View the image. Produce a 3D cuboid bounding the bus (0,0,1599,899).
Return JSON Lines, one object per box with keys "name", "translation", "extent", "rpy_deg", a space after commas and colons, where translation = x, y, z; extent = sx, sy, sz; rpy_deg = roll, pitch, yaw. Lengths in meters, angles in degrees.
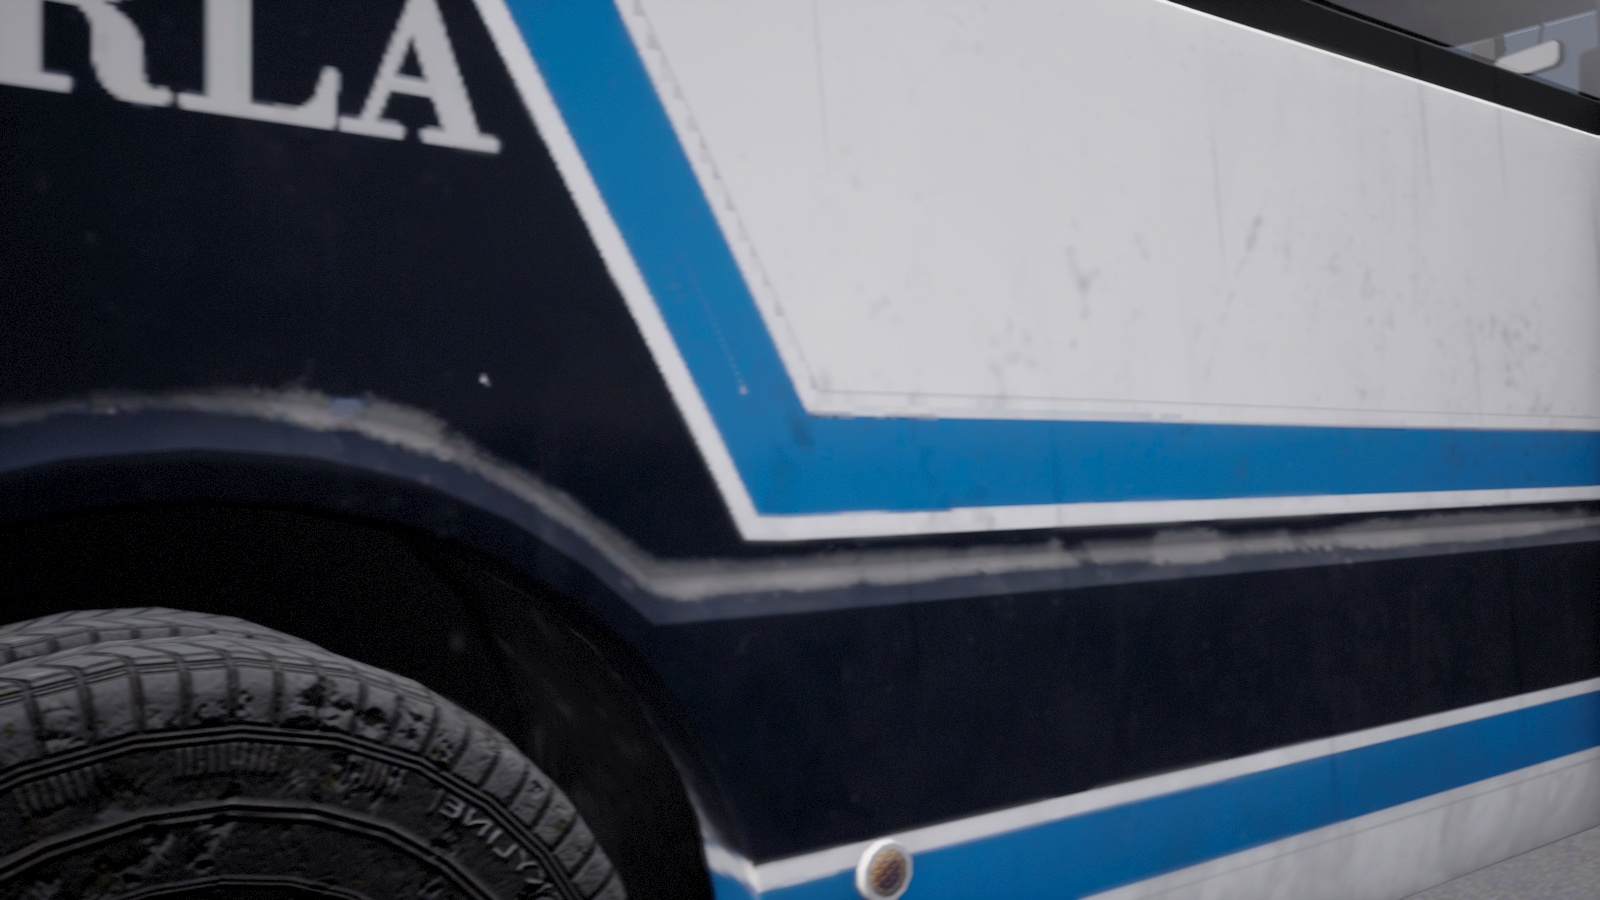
{"name": "bus", "translation": [0.591, -0.631, 4.075], "extent": [10.273, 4.253, 3.944], "rpy_deg": [0, 0, -35]}
